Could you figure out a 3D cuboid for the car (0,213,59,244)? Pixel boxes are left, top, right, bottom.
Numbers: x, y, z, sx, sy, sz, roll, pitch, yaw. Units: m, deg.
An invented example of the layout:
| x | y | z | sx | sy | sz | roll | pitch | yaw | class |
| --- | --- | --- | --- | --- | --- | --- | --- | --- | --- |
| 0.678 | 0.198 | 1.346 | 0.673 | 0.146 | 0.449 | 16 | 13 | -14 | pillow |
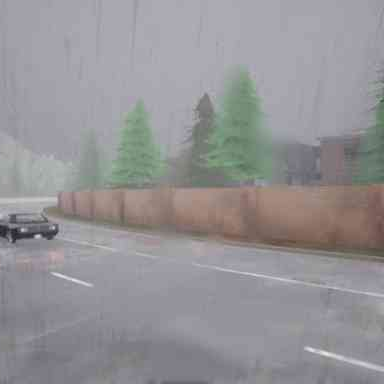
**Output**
| x | y | z | sx | sy | sz | roll | pitch | yaw | class |
| --- | --- | --- | --- | --- | --- | --- | --- | --- | --- |
| -8.396 | 1.689 | 16.449 | 1.895 | 1.301 | 4.718 | 0 | 0 | -44 | car |
